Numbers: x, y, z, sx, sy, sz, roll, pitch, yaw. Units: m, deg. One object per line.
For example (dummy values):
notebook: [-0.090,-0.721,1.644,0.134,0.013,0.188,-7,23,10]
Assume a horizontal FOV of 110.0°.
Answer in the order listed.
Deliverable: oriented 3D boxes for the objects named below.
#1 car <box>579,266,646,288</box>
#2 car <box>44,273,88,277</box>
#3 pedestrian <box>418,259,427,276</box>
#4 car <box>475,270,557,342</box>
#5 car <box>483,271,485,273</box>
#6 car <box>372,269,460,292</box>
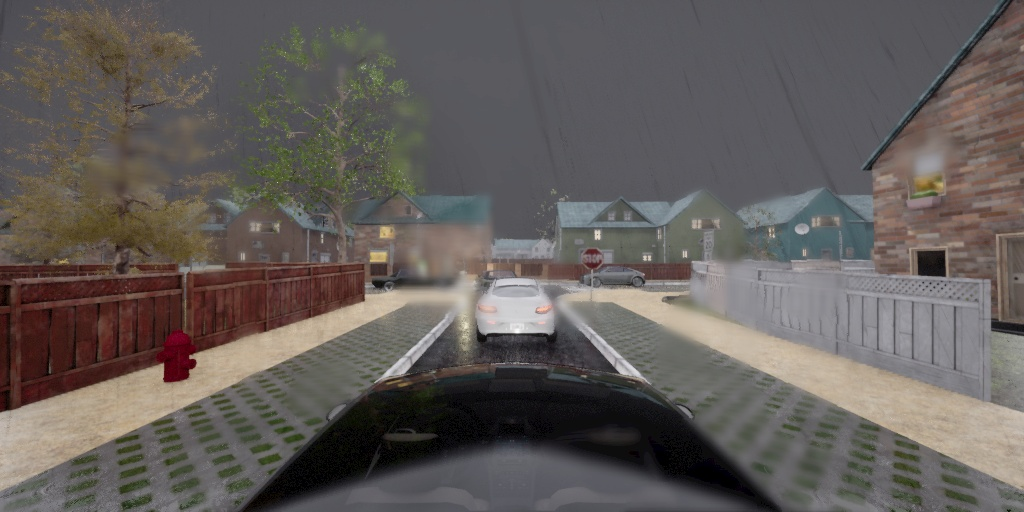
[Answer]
car: [6.554,1.344,23.631,4.181,1.385,1.994,0,-1,1]
car: [-25.593,1.632,21.133,4.718,1.301,1.895,-1,-1,1]
pedestrian: [-6.683,1.118,26.736,0.375,1.860,0.375,0,-1,1]
car: [0.109,1.279,9.642,1.812,1.442,4.674,0,0,0]
car: [-0.745,1.366,18.461,1.895,1.301,4.718,0,-1,-12]
car: [-5.469,1.416,20.849,4.718,1.301,1.895,-1,-1,1]
